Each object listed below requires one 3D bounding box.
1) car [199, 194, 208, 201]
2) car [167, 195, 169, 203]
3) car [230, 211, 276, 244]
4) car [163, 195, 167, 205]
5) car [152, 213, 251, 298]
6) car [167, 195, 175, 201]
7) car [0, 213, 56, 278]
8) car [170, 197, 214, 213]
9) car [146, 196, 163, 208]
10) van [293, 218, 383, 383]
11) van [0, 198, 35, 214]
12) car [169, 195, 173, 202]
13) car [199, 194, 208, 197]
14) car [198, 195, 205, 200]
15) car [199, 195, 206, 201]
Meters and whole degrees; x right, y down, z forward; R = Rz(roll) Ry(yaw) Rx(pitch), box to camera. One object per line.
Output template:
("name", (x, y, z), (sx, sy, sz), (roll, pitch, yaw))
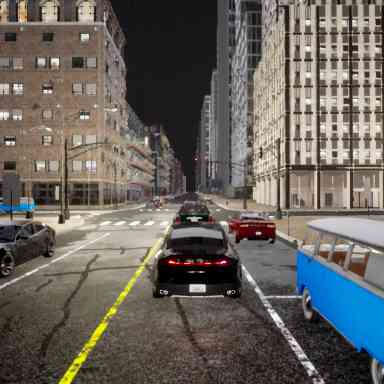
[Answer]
("car", (2.757, 1.396, 82.097), (1.967, 1.590, 4.097), (1, 0, 0))
("car", (-5.640, 1.562, 59.498), (1.802, 1.307, 4.206), (1, 0, 0))
("car", (2.709, 1.545, 15.744), (1.887, 1.381, 4.507), (1, 0, 0))
("car", (-5.642, 1.426, 53.847), (1.967, 1.590, 4.097), (1, 0, 0))
("car", (0.107, 1.506, 8.473), (1.837, 1.490, 4.892), (0, 0, 0))
("car", (-5.620, 1.475, 87.586), (1.752, 1.417, 4.829), (1, 0, 0))
("car", (-5.675, 1.567, 10.179), (1.947, 1.339, 4.313), (1, 0, 0))
("car", (0.082, 1.352, 17.566), (2.097, 1.767, 4.553), (0, 0, -1))
("car", (-5.649, 1.573, 48.194), (1.802, 1.307, 4.206), (1, 0, 0))
("van", (2.704, 1.342, 4.591), (1.690, 1.788, 3.998), (1, 0, 0))
("van", (-19.711, 1.525, 37.074), (3.998, 1.788, 1.690), (0, 0, 1))
("car", (-5.633, 1.519, 70.800), (2.008, 1.369, 4.403), (1, 0, 0))
("car", (2.740, 1.531, 59.491), (2.008, 1.369, 4.403), (1, 0, 0))
("car", (2.763, 1.524, 93.400), (1.802, 1.307, 4.206), (1, 0, 0))
("car", (2.760, 1.474, 87.918), (1.752, 1.417, 4.829), (1, 0, 0))
